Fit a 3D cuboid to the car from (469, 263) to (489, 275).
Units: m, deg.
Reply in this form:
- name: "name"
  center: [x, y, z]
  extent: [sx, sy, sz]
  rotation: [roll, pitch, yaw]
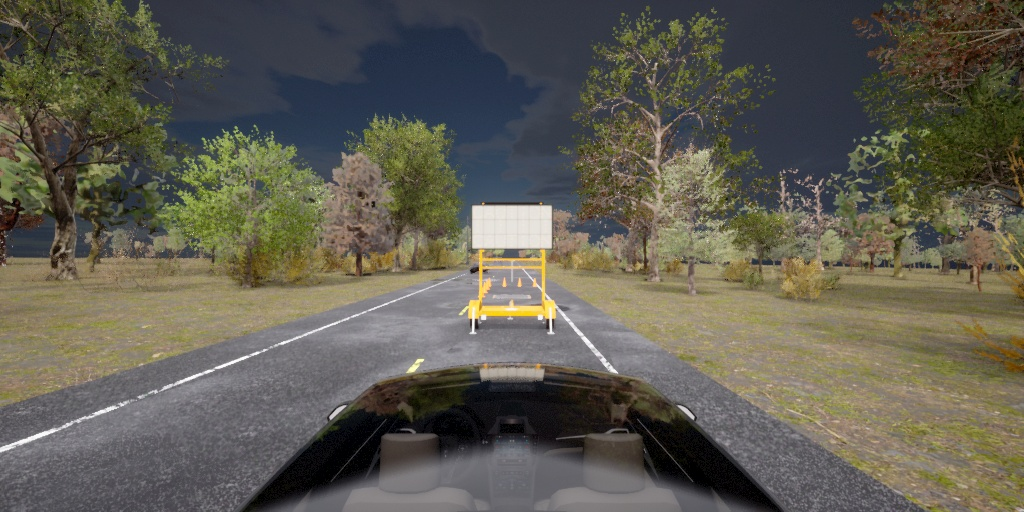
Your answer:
- name: "car"
  center: [-3.610, 1.395, 39.783]
  extent: [1.895, 1.301, 4.718]
  rotation: [0, 0, 0]

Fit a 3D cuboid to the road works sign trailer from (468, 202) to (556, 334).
- name: "road works sign trailer"
  center: [0.003, 0.218, 10.598]
  extent: [2.380, 3.560, 2.880]
  rotation: [0, 0, 0]
